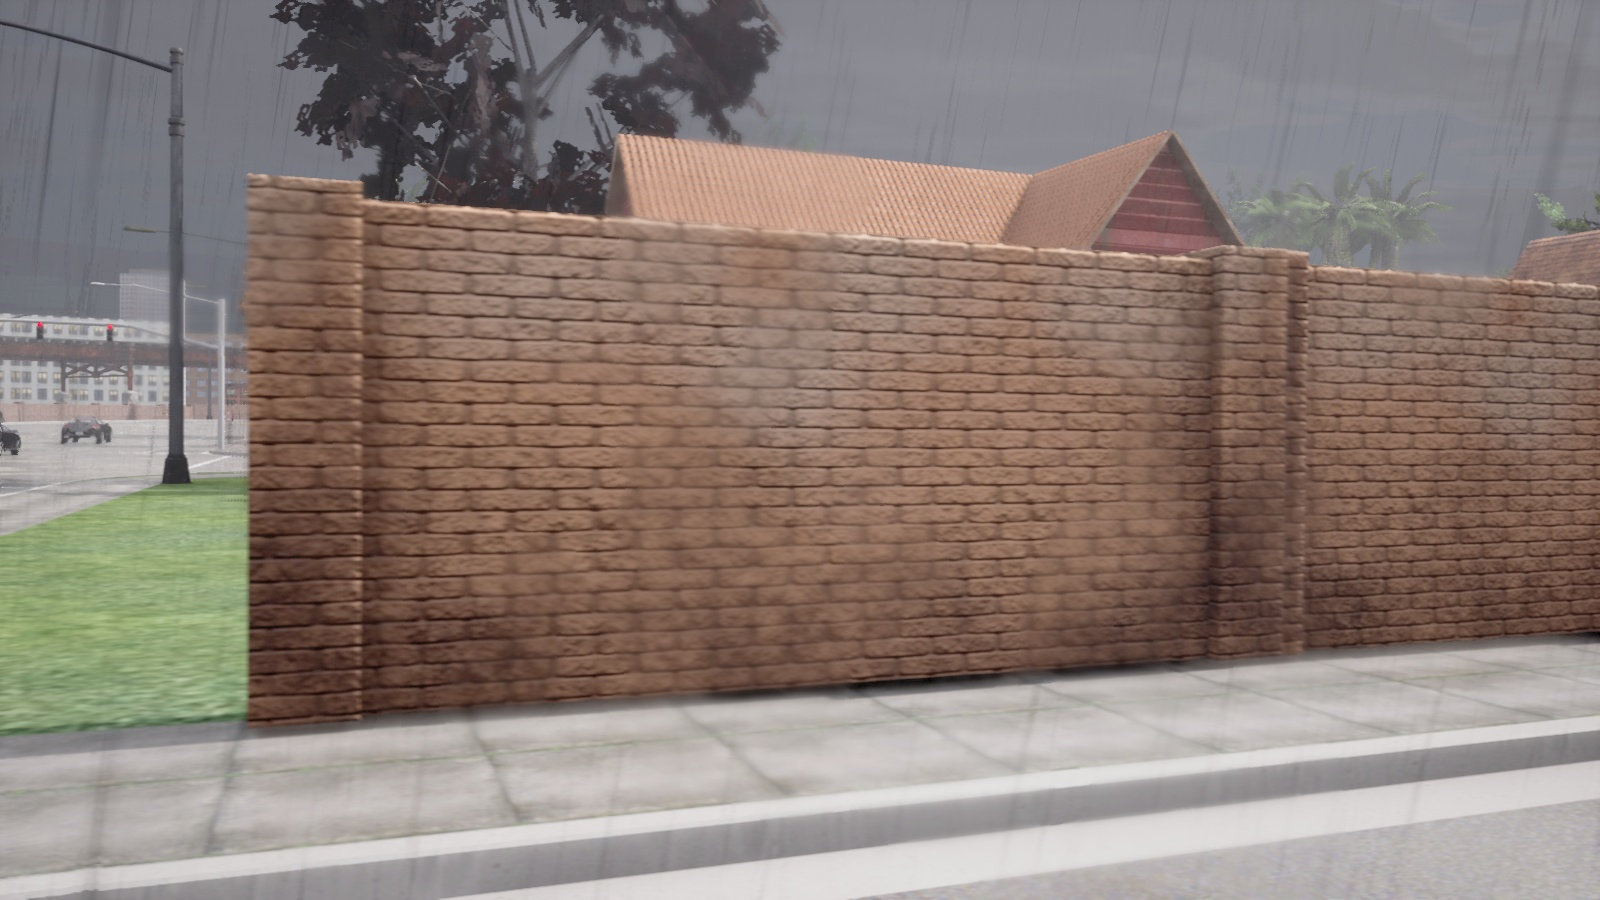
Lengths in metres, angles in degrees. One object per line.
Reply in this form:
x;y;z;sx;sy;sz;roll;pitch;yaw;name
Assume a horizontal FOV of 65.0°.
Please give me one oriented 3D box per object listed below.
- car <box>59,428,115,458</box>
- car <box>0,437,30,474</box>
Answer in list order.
-43.220;-0.452;76.258;2.152;1.651;5.027;-1;2;-20;car
-35.089;0.230;54.252;2.128;1.511;4.902;-1;1;-20;car
